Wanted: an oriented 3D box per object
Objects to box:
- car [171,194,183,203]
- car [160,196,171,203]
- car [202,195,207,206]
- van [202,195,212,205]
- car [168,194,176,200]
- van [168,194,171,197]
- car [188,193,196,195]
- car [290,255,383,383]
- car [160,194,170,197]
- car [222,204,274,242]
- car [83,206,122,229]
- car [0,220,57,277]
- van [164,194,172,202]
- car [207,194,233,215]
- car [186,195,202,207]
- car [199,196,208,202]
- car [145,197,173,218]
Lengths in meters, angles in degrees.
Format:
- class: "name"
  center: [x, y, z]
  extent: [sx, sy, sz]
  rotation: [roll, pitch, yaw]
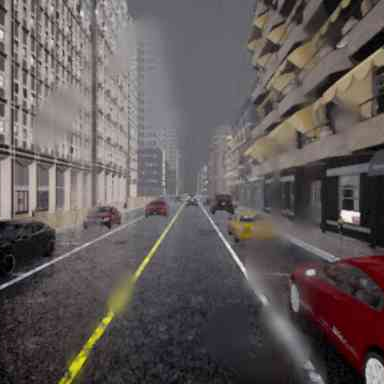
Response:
- class: "car"
  center: [-2.963, 1.518, 70.914]
  extent: [1.837, 1.490, 4.892]
  rotation: [0, 0, 0]
- class: "car"
  center: [-5.653, 1.596, 72.382]
  extent: [2.008, 1.369, 4.403]
  rotation: [0, 0, 0]
- class: "car"
  center: [2.719, 1.609, 55.432]
  extent: [1.802, 1.307, 4.206]
  rotation: [0, 0, 0]
- class: "van"
  center: [2.722, 1.374, 61.081]
  extent: [1.690, 1.788, 3.998]
  rotation: [0, 0, 0]
- class: "car"
  center: [-5.641, 1.515, 94.977]
  extent: [1.967, 1.590, 4.097]
  rotation: [0, 0, 0]
- class: "van"
  center: [-5.656, 1.380, 66.734]
  extent: [1.690, 1.788, 3.998]
  rotation: [0, 0, 0]
- class: "car"
  center: [0.035, 1.280, 65.673]
  extent: [2.150, 2.045, 5.566]
  rotation: [0, 0, 0]
- class: "car"
  center: [2.693, 1.545, 4.594]
  extent: [1.887, 1.381, 4.507]
  rotation: [0, 0, 0]
- class: "car"
  center: [-5.658, 1.599, 61.085]
  extent: [1.947, 1.339, 4.313]
  rotation: [0, 0, 0]
- class: "car"
  center: [2.699, 1.527, 16.062]
  extent: [1.752, 1.417, 4.829]
  rotation: [0, 0, 0]
- class: "car"
  center: [-5.678, 1.586, 21.545]
  extent: [1.802, 1.307, 4.206]
  rotation: [0, 0, 0]
- class: "car"
  center: [-5.685, 1.567, 10.248]
  extent: [1.947, 1.339, 4.313]
  rotation: [0, 0, 0]
- class: "van"
  center: [-5.650, 1.393, 78.031]
  extent: [1.690, 1.788, 3.998]
  rotation: [0, 0, 0]
- class: "car"
  center: [3.018, 1.236, 34.432]
  extent: [2.150, 2.045, 5.566]
  rotation: [0, 0, 0]
- class: "car"
  center: [0.049, 1.571, 50.662]
  extent: [2.033, 1.411, 5.357]
  rotation: [0, 0, 1]
- class: "car"
  center: [2.731, 1.602, 78.026]
  extent: [2.008, 1.369, 4.403]
  rotation: [0, 0, 0]
- class: "car"
  center: [-3.082, 1.486, 30.253]
  extent: [1.882, 1.535, 5.008]
  rotation: [0, 0, 0]
